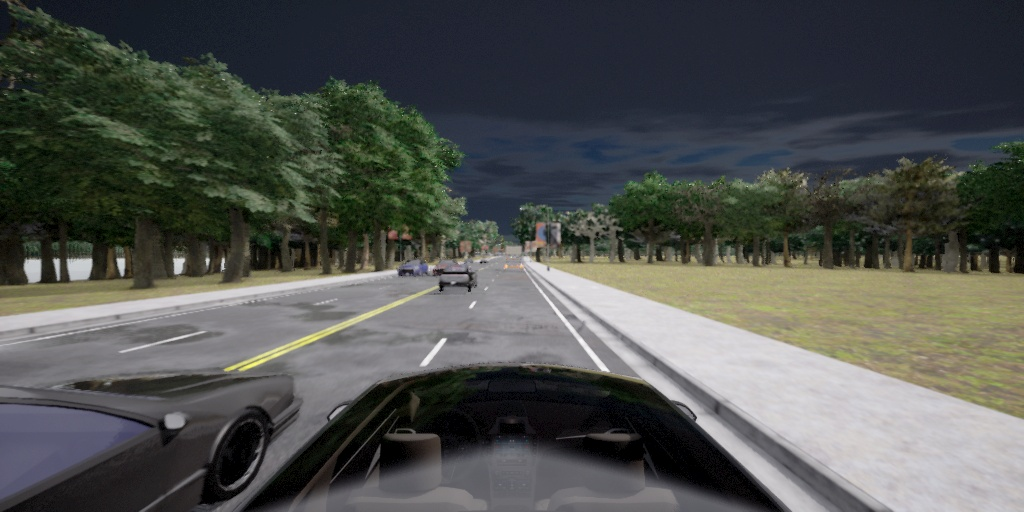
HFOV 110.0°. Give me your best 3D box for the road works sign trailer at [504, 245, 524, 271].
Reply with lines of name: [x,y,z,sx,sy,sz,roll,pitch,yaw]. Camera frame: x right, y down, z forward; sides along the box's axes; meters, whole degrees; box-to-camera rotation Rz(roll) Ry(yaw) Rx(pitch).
road works sign trailer: [0.224,0.227,50.226,2.380,3.560,2.880,0,0,1]

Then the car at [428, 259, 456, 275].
car: [-6.477,1.117,35.601,2.097,1.767,4.553,0,0,1]

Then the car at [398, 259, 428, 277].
car: [-9.726,1.117,35.633,2.097,1.767,4.553,0,0,1]

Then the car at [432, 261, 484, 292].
car: [-3.110,1.249,21.488,2.128,1.511,4.902,0,0,0]

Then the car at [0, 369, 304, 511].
car: [-3.148,1.297,1.351,2.033,1.411,5.357,0,0,0]
